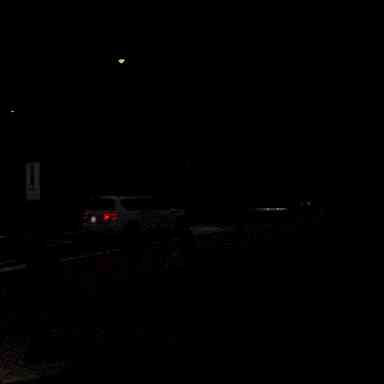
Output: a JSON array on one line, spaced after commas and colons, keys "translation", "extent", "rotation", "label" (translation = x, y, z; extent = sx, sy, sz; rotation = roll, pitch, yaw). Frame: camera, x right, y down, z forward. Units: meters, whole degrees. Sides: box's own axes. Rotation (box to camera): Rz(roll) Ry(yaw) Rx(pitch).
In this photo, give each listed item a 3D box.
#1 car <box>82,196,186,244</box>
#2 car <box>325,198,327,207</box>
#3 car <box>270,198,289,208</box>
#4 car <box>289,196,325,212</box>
[{"translation": [-2.506, 1.194, 15.874], "extent": [2.150, 2.045, 5.566], "rotation": [-1, -1, 35], "label": "car"}, {"translation": [21.060, 1.387, 49.134], "extent": [2.097, 1.767, 4.553], "rotation": [-1, -1, 35], "label": "car"}, {"translation": [13.068, 1.615, 49.094], "extent": [1.812, 1.442, 4.674], "rotation": [-1, -1, 35], "label": "car"}, {"translation": [13.200, 1.355, 38.040], "extent": [2.097, 1.767, 4.553], "rotation": [-1, -1, 35], "label": "car"}]
